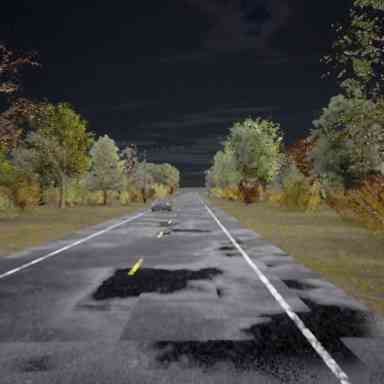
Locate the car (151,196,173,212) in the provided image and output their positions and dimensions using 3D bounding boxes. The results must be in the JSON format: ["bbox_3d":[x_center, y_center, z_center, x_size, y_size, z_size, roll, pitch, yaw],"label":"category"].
[{"bbox_3d":[-3.311,1.300,37.317,2.097,1.767,4.553,-1,0,0],"label":"car"}]
